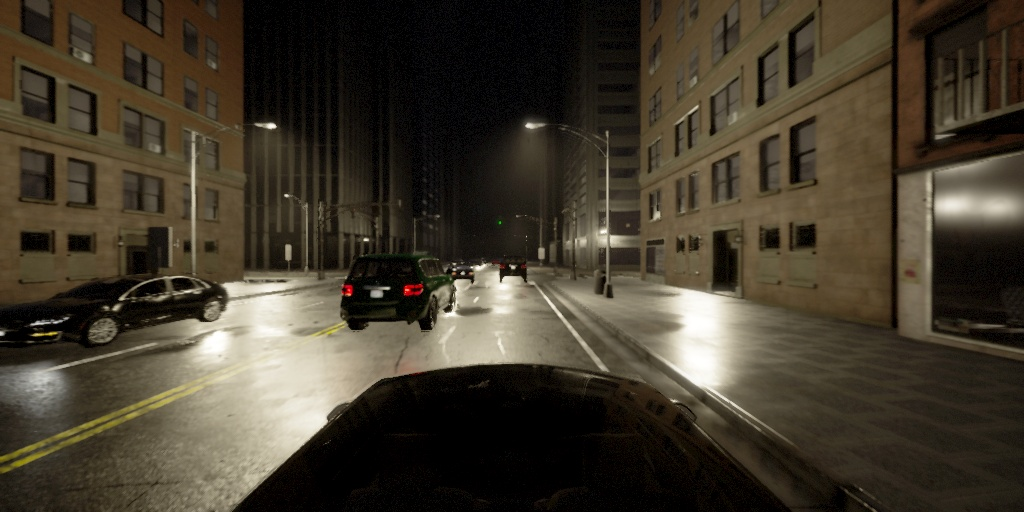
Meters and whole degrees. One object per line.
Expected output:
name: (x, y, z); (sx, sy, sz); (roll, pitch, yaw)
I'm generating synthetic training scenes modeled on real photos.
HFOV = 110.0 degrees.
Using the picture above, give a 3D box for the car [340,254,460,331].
car: (-3.153, 0.970, 11.029); (2.150, 2.045, 5.566); (0, 0, 0)

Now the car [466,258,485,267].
car: (-6.548, 1.264, 64.559); (1.994, 1.385, 4.181); (0, 0, 0)

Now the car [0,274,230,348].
car: (-9.845, 1.258, 9.324); (1.837, 1.490, 4.892); (0, 0, 0)

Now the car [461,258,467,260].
car: (-9.799, 1.200, 64.601); (2.128, 1.511, 4.902); (0, 0, 0)

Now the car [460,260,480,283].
car: (-4.055, 1.283, 27.642); (2.033, 1.411, 5.357); (0, 0, -14)

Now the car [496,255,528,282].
car: (0.089, 0.956, 29.143); (2.150, 2.045, 5.566); (0, 0, 0)
